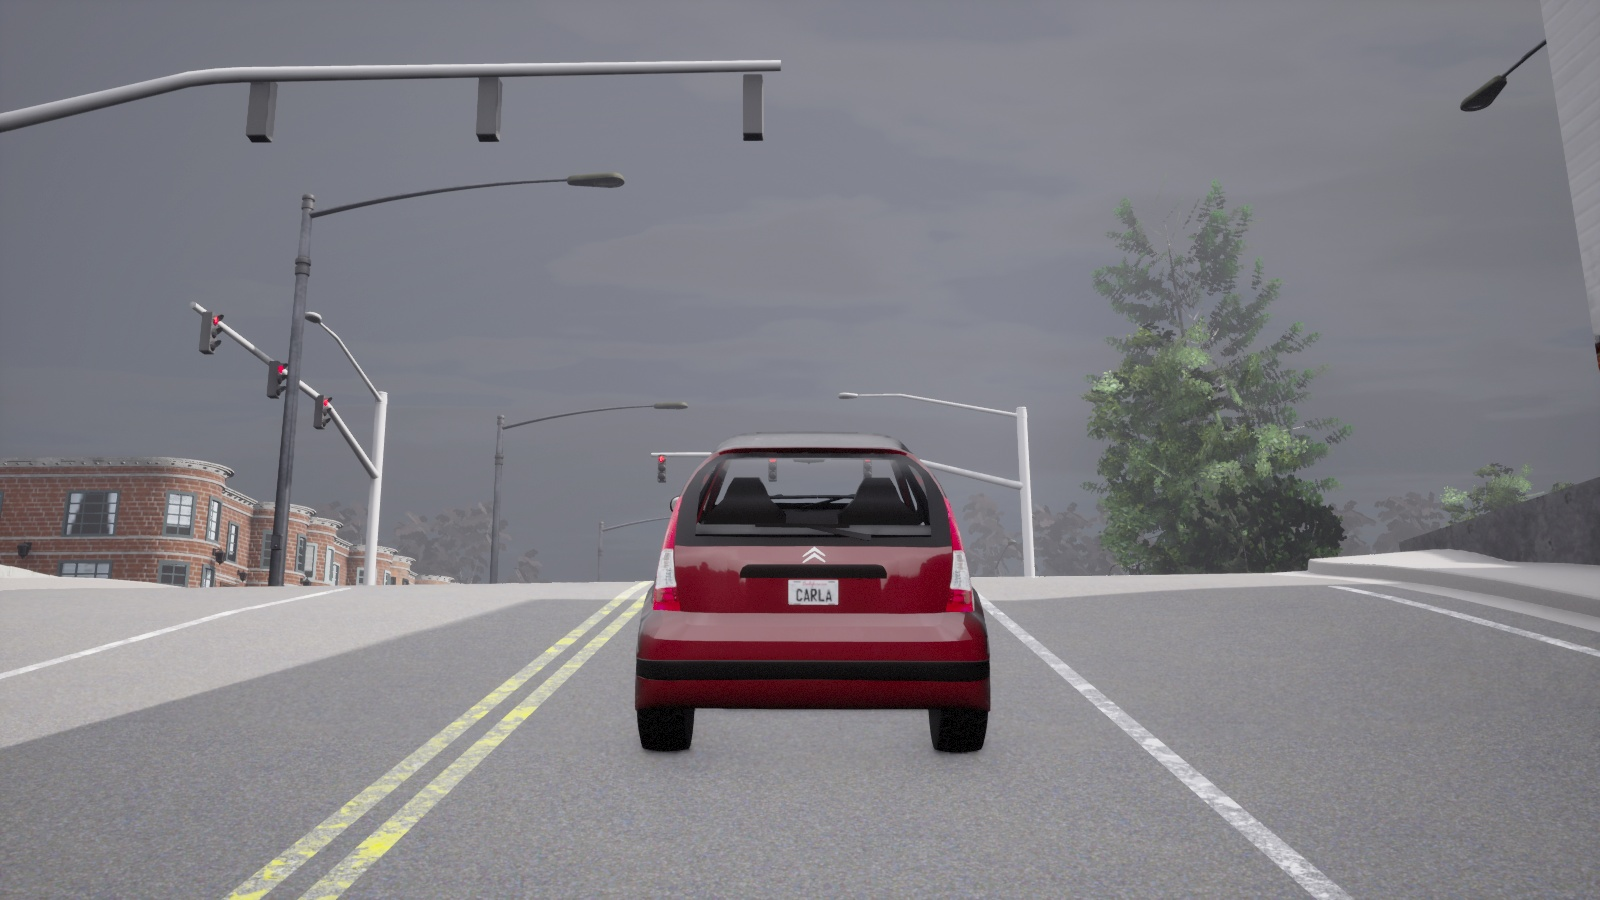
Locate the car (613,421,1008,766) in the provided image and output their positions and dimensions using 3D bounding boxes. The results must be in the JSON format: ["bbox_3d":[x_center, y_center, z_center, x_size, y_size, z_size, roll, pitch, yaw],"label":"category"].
[{"bbox_3d":[0.050,0.677,7.902,1.851,1.617,3.988,0,0,0],"label":"car"}]
